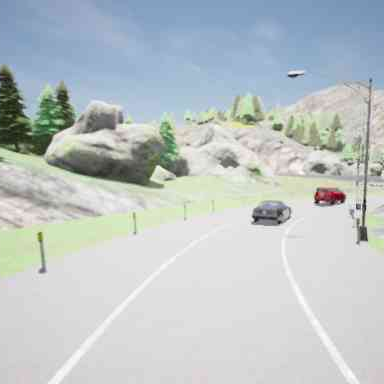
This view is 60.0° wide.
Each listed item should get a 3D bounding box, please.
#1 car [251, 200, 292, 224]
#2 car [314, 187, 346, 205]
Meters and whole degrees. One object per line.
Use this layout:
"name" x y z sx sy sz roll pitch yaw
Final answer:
"car" 5.557 1.264 22.823 2.033 1.411 5.357 3 2 25
"car" 16.443 0.397 39.514 2.150 2.045 5.566 5 5 42
